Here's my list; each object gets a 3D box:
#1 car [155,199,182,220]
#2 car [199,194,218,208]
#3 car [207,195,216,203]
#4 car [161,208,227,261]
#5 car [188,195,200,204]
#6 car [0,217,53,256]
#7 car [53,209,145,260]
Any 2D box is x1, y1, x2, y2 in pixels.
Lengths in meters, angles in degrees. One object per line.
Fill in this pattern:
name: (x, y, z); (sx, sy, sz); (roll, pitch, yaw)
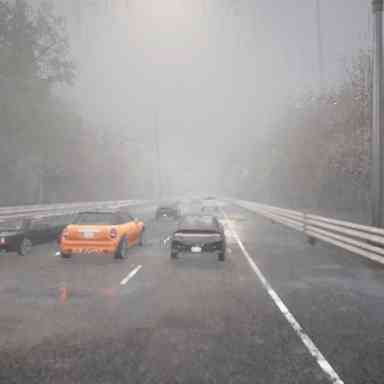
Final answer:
car: (-2.104, 1.698, 30.034); (1.837, 1.490, 4.892); (0, 0, 4)
car: (2.549, 1.562, 47.814); (2.150, 2.045, 5.566); (0, 0, 4)
car: (5.008, 1.804, 86.029); (2.150, 2.045, 5.566); (0, 0, 4)
car: (0.295, 1.585, 12.781); (2.128, 1.511, 4.902); (0, 0, 4)
car: (0.865, 1.971, 76.179); (1.882, 1.535, 5.008); (0, 0, 4)
car: (-6.690, 1.643, 13.229); (1.895, 1.301, 4.718); (0, 0, 4)
car: (-3.204, 1.419, 12.911); (2.097, 1.767, 4.553); (0, 0, 4)
